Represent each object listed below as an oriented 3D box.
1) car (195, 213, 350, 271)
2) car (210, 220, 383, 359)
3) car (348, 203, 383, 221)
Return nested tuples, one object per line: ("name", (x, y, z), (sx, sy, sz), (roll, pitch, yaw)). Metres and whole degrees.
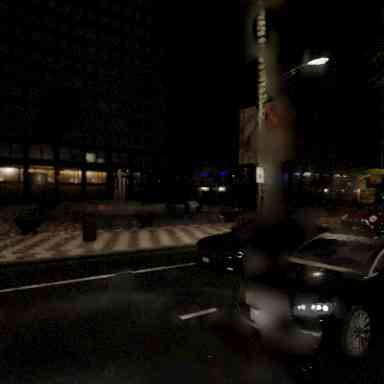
("car", (2.387, 1.490, 9.970), (5.008, 1.535, 1.882), (1, 0, -35))
("car", (2.960, 1.516, 6.088), (4.902, 1.511, 2.128), (1, 0, -35))
("car", (10.832, 1.454, 19.704), (4.553, 1.767, 2.185), (1, 0, -36))
